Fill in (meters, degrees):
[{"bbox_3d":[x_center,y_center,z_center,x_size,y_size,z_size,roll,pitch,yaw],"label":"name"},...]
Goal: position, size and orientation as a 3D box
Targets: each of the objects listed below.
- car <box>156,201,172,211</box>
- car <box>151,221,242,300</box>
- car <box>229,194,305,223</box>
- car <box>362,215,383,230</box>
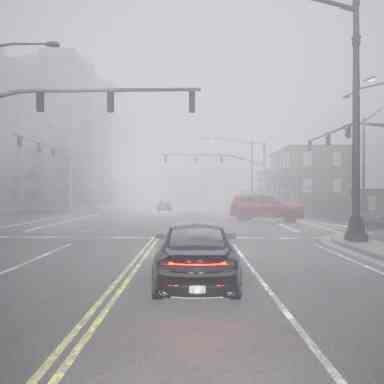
[{"bbox_3d":[-3.606,1.873,43.610,2.128,1.511,4.902,1,-5,0],"label":"car"},{"bbox_3d":[0.096,1.505,8.393,1.837,1.490,4.892,0,0,0],"label":"car"},{"bbox_3d":[5.542,1.190,25.013,5.566,2.045,2.150,0,1,17],"label":"car"},{"bbox_3d":[16.056,2.655,28.274,4.181,1.385,1.994,8,0,0],"label":"car"}]
